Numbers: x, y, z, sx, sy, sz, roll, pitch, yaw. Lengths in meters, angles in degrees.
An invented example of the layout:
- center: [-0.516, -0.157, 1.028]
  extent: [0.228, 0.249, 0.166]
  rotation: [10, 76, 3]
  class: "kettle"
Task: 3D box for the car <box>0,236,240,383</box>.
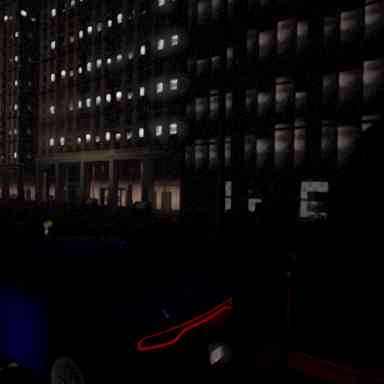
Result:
- center: [-1.773, 1.367, 4.692]
  extent: [5.008, 1.535, 1.882]
  rotation: [2, 1, 35]
  class: "car"
